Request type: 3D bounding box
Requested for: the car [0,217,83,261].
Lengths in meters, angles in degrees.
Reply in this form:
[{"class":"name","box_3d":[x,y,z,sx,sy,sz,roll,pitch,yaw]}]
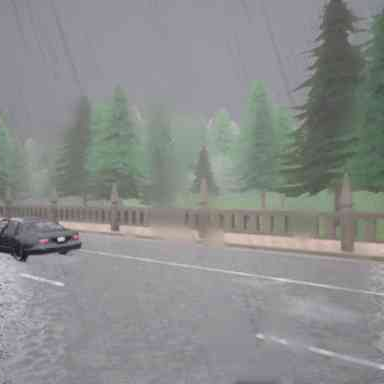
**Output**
[{"class":"car","box_3d":[-6.505,1.687,12.823,5.357,1.411,2.033,-1,0,36]}]
